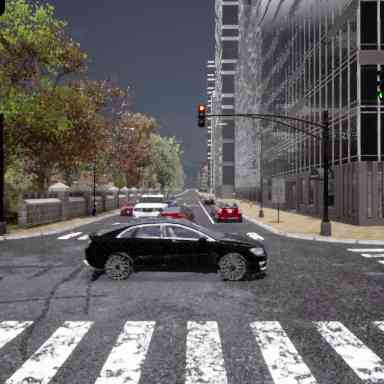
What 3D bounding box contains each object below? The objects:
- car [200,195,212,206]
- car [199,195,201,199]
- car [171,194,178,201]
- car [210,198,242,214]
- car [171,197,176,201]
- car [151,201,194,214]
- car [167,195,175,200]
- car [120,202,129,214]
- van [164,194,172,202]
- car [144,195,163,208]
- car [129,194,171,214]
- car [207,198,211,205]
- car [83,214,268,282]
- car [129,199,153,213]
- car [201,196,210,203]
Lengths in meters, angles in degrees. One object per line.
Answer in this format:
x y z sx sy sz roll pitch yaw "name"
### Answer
2.807 1.564 54.402 1.947 1.339 4.313 0 0 0 "car"
2.820 1.434 60.083 1.967 1.590 4.097 0 0 0 "car"
-2.992 1.354 45.841 2.097 1.767 4.553 0 0 0 "car"
2.747 1.442 25.997 1.967 1.590 4.097 0 0 0 "car"
-3.023 1.528 35.631 1.812 1.442 4.674 0 0 0 "car"
-1.022 1.565 22.202 1.994 1.385 4.181 0 0 10 "car"
-5.500 1.531 88.525 1.802 1.307 4.206 0 0 0 "car"
-5.622 1.547 31.693 1.887 1.381 4.507 0 0 0 "car"
-5.523 1.313 77.158 1.690 1.788 3.998 0 0 0 "van"
-5.585 1.316 48.742 2.192 1.841 5.009 0 0 0 "car"
-3.049 1.223 25.477 2.150 2.045 5.566 0 0 0 "car"
2.758 1.568 31.678 1.947 1.339 4.313 0 0 0 "car"
-0.440 1.496 9.166 4.902 1.511 2.128 0 0 1 "car"
-5.610 1.553 37.376 2.008 1.369 4.403 0 0 0 "car"
2.845 1.506 71.619 1.752 1.417 4.829 0 0 0 "car"
